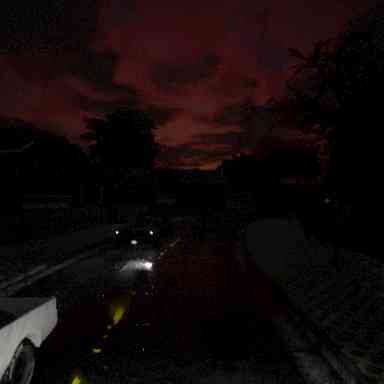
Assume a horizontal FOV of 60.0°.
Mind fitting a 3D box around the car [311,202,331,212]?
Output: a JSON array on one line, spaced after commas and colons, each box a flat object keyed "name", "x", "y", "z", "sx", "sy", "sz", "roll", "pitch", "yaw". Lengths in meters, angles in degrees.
[{"name": "car", "x": 23.344, "y": 2.656, "z": 59.852, "sx": 4.553, "sy": 1.767, "sz": 2.097, "roll": 2, "pitch": -2, "yaw": -39}]

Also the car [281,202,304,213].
[{"name": "car", "x": 15.693, "y": 2.384, "z": 51.620, "sx": 2.097, "sy": 1.767, "sz": 4.553, "roll": -1, "pitch": -2, "yaw": 40}]

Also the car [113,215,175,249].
[{"name": "car", "x": -2.110, "y": 1.771, "z": 15.717, "sx": 1.895, "sy": 1.301, "sz": 4.718, "roll": 0, "pitch": -1, "yaw": 7}]

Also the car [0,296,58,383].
[{"name": "car", "x": -2.796, "y": 1.626, "z": 2.360, "sx": 1.895, "sy": 1.301, "sz": 4.718, "roll": 0, "pitch": -1, "yaw": 1}]
